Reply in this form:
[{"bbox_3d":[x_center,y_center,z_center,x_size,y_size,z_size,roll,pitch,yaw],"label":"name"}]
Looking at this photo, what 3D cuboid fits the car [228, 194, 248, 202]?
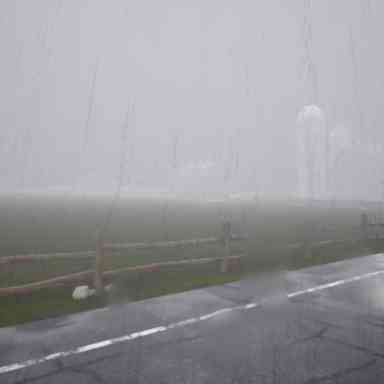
[{"bbox_3d":[8.997,1.103,65.400,1.812,1.442,4.674,0,1,-35],"label":"car"}]
